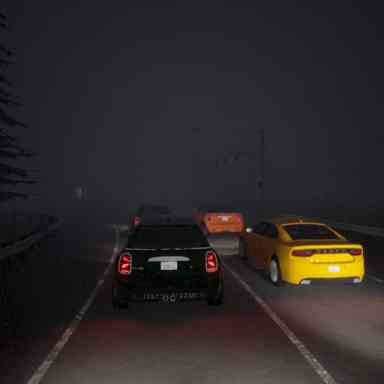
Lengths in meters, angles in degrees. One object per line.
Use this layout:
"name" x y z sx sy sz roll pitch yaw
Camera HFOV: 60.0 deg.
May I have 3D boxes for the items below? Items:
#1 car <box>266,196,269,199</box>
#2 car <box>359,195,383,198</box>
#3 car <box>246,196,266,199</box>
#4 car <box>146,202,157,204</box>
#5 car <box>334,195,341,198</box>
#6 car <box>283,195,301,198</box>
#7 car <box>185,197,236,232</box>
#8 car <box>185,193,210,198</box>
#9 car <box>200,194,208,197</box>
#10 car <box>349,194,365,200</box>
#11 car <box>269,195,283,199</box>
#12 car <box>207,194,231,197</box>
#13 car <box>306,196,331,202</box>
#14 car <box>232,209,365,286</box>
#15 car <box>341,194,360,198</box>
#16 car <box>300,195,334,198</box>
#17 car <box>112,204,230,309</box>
"car" 15.302 1.552 72.077 4.181 1.385 1.994 0 0 -19
"car" 37.906 1.552 69.712 4.181 1.385 1.994 0 0 -25
"car" 10.247 1.601 59.352 4.718 1.301 1.895 0 0 -19
"car" -2.110 1.352 16.928 2.097 1.767 4.553 0 0 -12
"car" 33.227 1.525 75.173 4.902 1.511 2.128 0 0 -25
"car" 21.282 1.355 66.722 4.553 1.767 2.097 0 0 -19
"car" 1.204 1.352 18.368 2.097 1.767 4.553 0 0 -12
"car" 1.161 1.222 67.302 5.566 2.045 2.150 0 0 -18
"car" 4.432 1.601 64.753 4.718 1.301 1.895 0 0 -19
"car" 42.312 1.288 85.242 4.181 1.385 1.994 0 0 -37
"car" 19.156 1.355 69.695 4.553 1.767 2.097 0 0 -19
"car" 5.928 1.504 61.577 4.892 1.490 1.837 0 0 -19
"car" 29.348 1.540 77.177 5.357 1.411 2.033 0 0 -21
"car" 2.730 1.478 9.482 1.882 1.535 5.008 0 0 -6
"car" 35.377 1.355 72.340 4.553 1.767 2.097 0 0 -25
"car" 24.044 1.493 63.977 4.902 1.511 2.128 0 0 -18
"car" -0.630 1.352 8.121 2.097 1.767 4.553 0 0 -6
